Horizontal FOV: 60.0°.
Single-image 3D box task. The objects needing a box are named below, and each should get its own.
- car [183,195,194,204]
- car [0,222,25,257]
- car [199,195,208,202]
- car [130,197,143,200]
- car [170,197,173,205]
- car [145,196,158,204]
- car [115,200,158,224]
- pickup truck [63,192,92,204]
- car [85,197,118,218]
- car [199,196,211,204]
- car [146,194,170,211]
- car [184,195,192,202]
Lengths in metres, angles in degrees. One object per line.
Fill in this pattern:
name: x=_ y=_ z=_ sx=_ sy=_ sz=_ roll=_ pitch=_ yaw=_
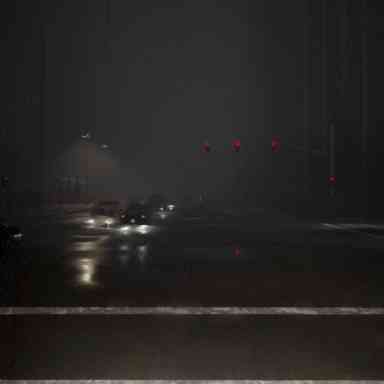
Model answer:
car: x=-0.746 y=1.352 z=65.413 sx=2.097 sy=1.767 sz=4.553 roll=0 pitch=0 yaw=-1
car: x=-7.216 y=1.547 z=10.239 sx=2.033 sy=1.411 sz=5.357 roll=0 pitch=0 yaw=-1
car: x=2.559 y=1.524 z=75.212 sx=1.812 sy=1.442 sz=4.674 roll=0 pitch=0 yaw=-1
car: x=-7.753 y=1.490 z=45.953 sx=2.128 sy=1.511 sz=4.902 roll=0 pitch=0 yaw=-1
car: x=-4.354 y=1.601 z=58.686 sx=1.895 sy=1.301 sz=4.718 roll=0 pitch=0 yaw=0
car: x=-7.870 y=1.477 z=64.536 sx=1.882 sy=1.535 sz=5.008 roll=0 pitch=0 yaw=0
car: x=-3.986 y=1.547 z=24.797 sx=2.033 sy=1.411 sz=5.357 roll=0 pitch=0 yaw=-1
pickup truck: x=-20.915 y=1.059 z=60.050 sx=2.390 sy=2.098 sz=6.274 roll=0 pitch=0 yaw=30
car: x=-7.842 y=1.478 z=30.929 sx=1.882 sy=1.535 sz=5.008 roll=0 pitch=0 yaw=4
car: x=2.760 y=1.491 z=64.828 sx=2.128 sy=1.511 sz=4.902 roll=0 pitch=0 yaw=-1
car: x=-4.202 y=1.220 z=40.849 sx=2.150 sy=2.045 sz=5.566 roll=0 pitch=0 yaw=-1
car: x=-0.944 y=1.478 z=75.417 sx=1.882 sy=1.535 sz=5.008 roll=0 pitch=0 yaw=-1
